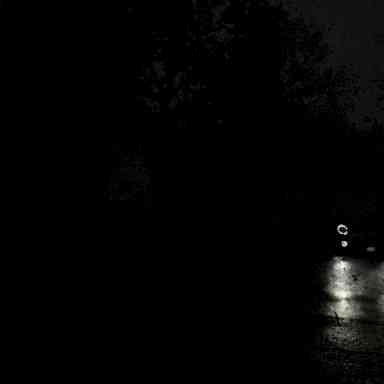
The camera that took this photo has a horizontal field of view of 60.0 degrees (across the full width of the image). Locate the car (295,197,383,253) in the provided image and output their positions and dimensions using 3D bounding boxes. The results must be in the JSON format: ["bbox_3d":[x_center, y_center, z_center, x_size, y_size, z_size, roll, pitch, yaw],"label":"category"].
[{"bbox_3d":[5.741,1.178,13.005,2.097,1.767,4.553,0,2,-2],"label":"car"}]
